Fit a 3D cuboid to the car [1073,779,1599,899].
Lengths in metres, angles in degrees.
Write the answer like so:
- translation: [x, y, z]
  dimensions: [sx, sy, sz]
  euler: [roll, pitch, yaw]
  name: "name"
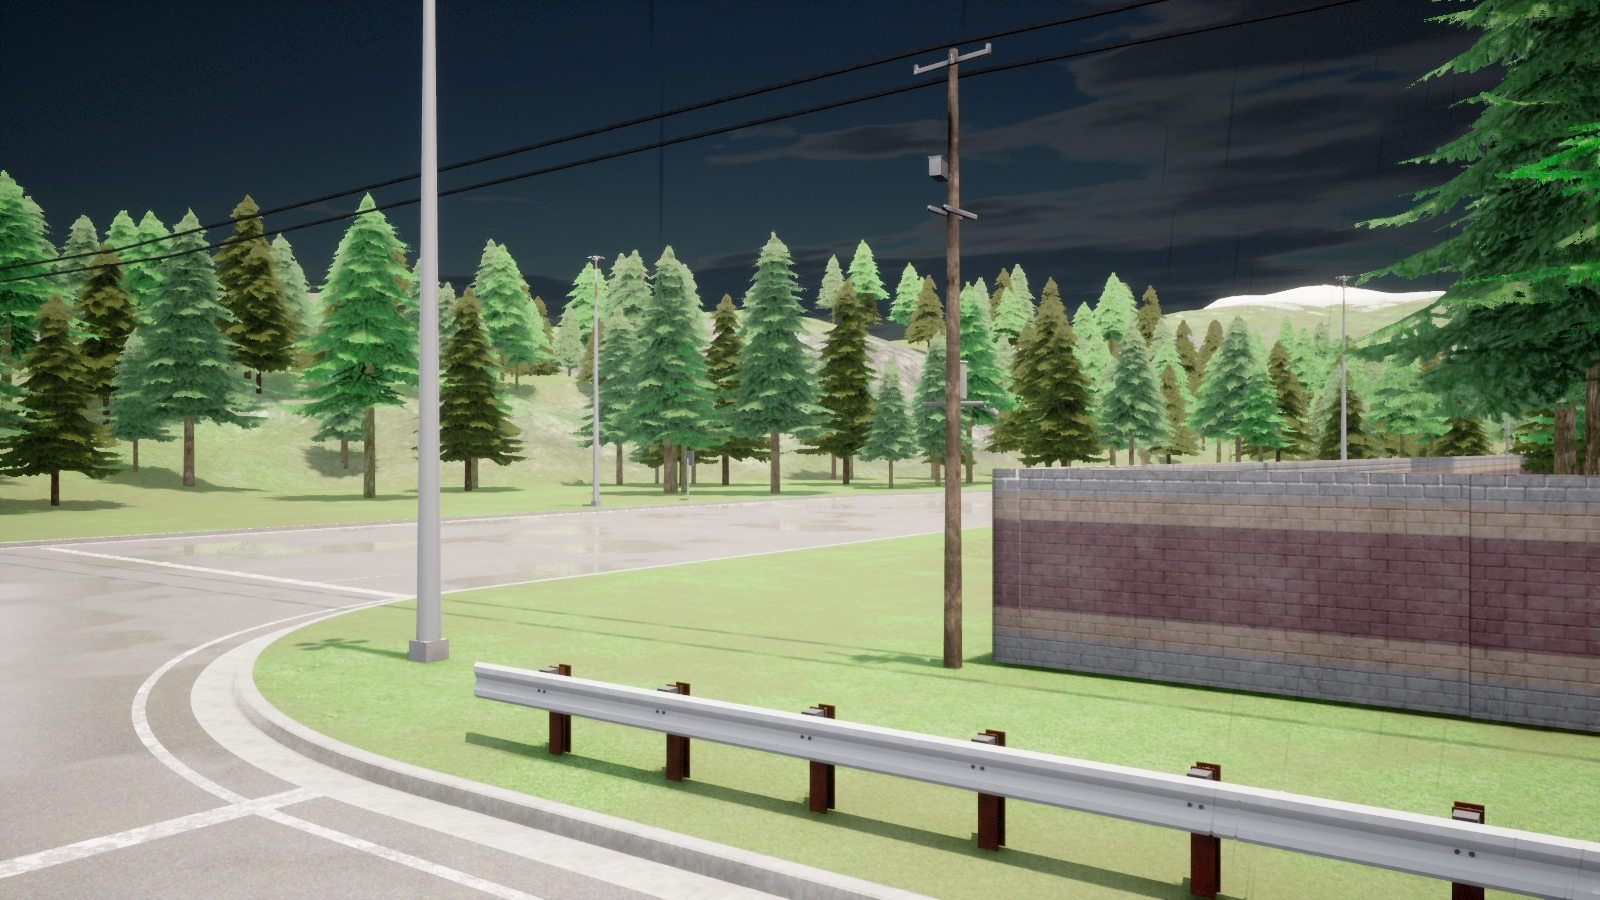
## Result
- translation: [3.010, 1.982, 1.681]
  dimensions: [5.238, 1.638, 2.097]
  euler: [0, 0, 35]
  name: "car"
